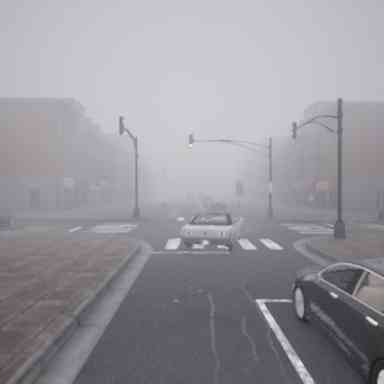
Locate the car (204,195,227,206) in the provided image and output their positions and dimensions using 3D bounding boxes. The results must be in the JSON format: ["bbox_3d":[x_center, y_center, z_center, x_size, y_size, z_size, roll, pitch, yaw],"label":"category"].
[{"bbox_3d":[2.509,1.290,33.312,1.887,1.381,4.507,0,0,0],"label":"car"}]

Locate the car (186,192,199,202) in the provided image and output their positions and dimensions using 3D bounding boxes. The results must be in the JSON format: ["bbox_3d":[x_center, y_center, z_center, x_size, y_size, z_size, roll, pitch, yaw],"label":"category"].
[{"bbox_3d":[-0.246,1.125,63.018,2.033,1.411,5.357,0,0,0],"label":"car"}]

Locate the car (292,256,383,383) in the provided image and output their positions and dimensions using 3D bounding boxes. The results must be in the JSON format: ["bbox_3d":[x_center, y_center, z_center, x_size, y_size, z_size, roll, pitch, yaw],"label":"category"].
[{"bbox_3d":[2.623,1.514,4.282,2.008,1.369,4.403,0,0,0],"label":"car"}]

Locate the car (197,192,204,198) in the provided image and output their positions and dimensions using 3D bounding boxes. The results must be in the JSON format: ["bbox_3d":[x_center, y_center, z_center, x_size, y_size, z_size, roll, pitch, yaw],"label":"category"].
[{"bbox_3d":[2.286,0.906,90.106,1.967,1.590,4.097,0,0,0],"label":"car"}]

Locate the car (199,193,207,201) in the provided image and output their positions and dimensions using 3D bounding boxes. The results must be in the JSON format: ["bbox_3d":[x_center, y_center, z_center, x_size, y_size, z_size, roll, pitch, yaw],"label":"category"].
[{"bbox_3d":[2.442,1.206,50.350,1.947,1.339,4.313,0,0,0],"label":"car"}]

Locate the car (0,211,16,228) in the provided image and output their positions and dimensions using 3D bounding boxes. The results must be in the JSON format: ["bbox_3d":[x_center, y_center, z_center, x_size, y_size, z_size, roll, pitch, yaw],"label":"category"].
[{"bbox_3d":[-12.169,1.333,18.167,4.674,1.442,1.812,0,0,0],"label":"car"}]

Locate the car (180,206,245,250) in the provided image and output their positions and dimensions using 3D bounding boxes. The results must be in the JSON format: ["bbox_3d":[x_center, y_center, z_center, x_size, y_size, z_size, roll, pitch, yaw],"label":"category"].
[{"bbox_3d":[1.046,1.486,13.977,1.895,1.301,4.718,0,0,15],"label":"car"}]

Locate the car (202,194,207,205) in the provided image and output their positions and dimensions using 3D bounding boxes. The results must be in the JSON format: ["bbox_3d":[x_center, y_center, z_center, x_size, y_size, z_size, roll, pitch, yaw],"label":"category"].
[{"bbox_3d":[2.486,1.232,39.161,1.752,1.417,4.829,0,0,0],"label":"car"}]
